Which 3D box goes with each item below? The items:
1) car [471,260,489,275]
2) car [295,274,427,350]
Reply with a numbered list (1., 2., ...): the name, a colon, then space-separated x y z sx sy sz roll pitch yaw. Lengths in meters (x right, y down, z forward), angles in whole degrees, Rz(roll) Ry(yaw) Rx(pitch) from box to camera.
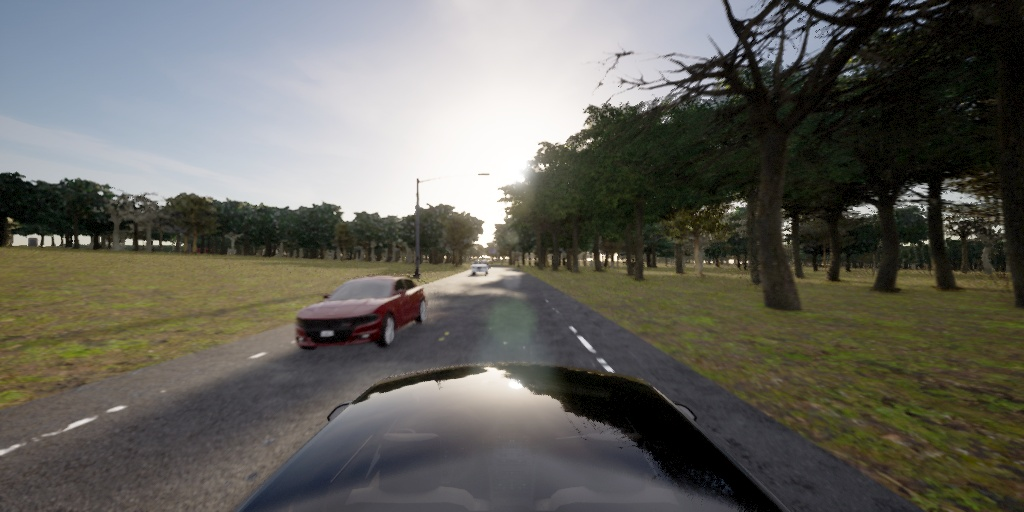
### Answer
1. car: -4.396 1.537 49.724 2.150 2.045 5.566 0 -1 -2
2. car: -3.655 1.277 9.548 1.882 1.535 5.008 -3 -1 0
